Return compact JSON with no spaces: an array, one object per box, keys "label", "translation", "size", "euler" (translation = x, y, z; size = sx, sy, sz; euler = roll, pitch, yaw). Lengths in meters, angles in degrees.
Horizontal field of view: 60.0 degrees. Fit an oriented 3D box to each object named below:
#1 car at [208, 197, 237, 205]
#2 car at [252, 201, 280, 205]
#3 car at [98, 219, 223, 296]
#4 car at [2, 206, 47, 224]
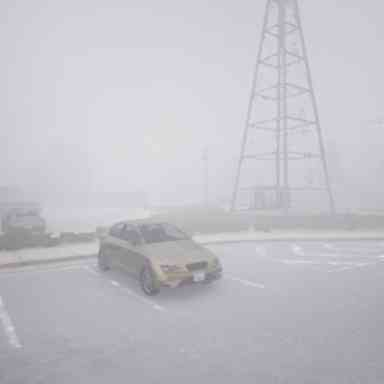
[{"label":"car","translation":[4.799,1.504,53.848],"size":[5.008,1.535,1.882],"euler":[0,0,32]},{"label":"car","translation":[9.401,1.589,42.005],"size":[1.994,1.385,4.181],"euler":[0,0,-34]},{"label":"car","translation":[-1.032,1.509,8.743],"size":[1.816,1.474,4.193],"euler":[0,0,-35]},{"label":"car","translation":[-9.418,1.522,18.572],"size":[1.784,1.438,3.905],"euler":[0,0,-35]}]
